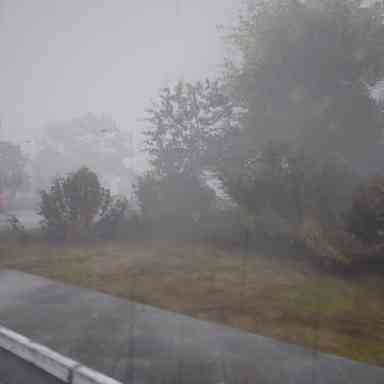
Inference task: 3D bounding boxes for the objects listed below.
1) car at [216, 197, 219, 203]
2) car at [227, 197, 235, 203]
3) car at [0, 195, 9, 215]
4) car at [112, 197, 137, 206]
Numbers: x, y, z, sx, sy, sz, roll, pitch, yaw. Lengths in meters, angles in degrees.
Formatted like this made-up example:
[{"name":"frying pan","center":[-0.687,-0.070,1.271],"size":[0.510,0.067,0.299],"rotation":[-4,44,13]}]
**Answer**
[{"name":"car","center":[4.044,1.558,56.335],"size":[1.812,1.442,4.674],"rotation":[0,0,32]},{"name":"car","center":[7.623,1.251,55.417],"size":[2.150,2.045,5.566],"rotation":[0,0,32]},{"name":"car","center":[-20.262,1.257,31.369],"size":[2.150,2.045,5.566],"rotation":[0,0,30]},{"name":"car","center":[-9.586,1.514,48.183],"size":[1.882,1.535,5.008],"rotation":[0,0,32]}]
